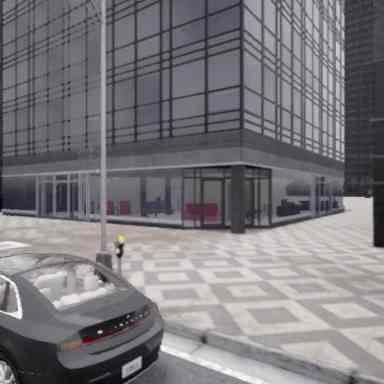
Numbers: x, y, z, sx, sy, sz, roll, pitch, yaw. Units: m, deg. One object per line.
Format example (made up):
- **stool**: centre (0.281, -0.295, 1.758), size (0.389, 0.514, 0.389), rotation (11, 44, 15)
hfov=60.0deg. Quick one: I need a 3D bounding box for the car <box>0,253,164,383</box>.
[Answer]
- **car**: centre (-2.392, 1.551, 4.669), size (4.403, 1.369, 2.008), rotation (0, 0, 36)
